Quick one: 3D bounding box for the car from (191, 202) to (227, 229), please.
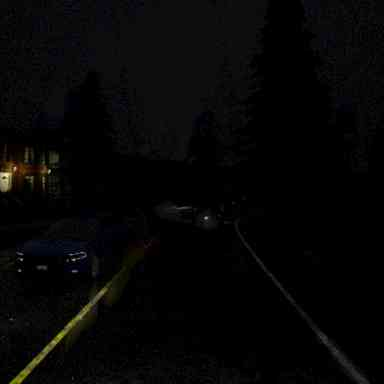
[{"bbox_3d":[1.071,1.526,21.127,1.994,1.385,4.181,0,0,5],"label":"car"}]

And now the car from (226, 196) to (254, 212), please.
[{"bbox_3d":[5.311,1.286,38.508,2.097,1.767,4.553,0,0,23],"label":"car"}]

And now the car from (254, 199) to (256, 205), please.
[{"bbox_3d":[7.822,1.406,50.020,2.128,1.511,4.902,0,0,38],"label":"car"}]

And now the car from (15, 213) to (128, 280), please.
[{"bbox_3d":[-3.315,1.456,10.094,1.882,1.535,5.008,0,0,3],"label":"car"}]
